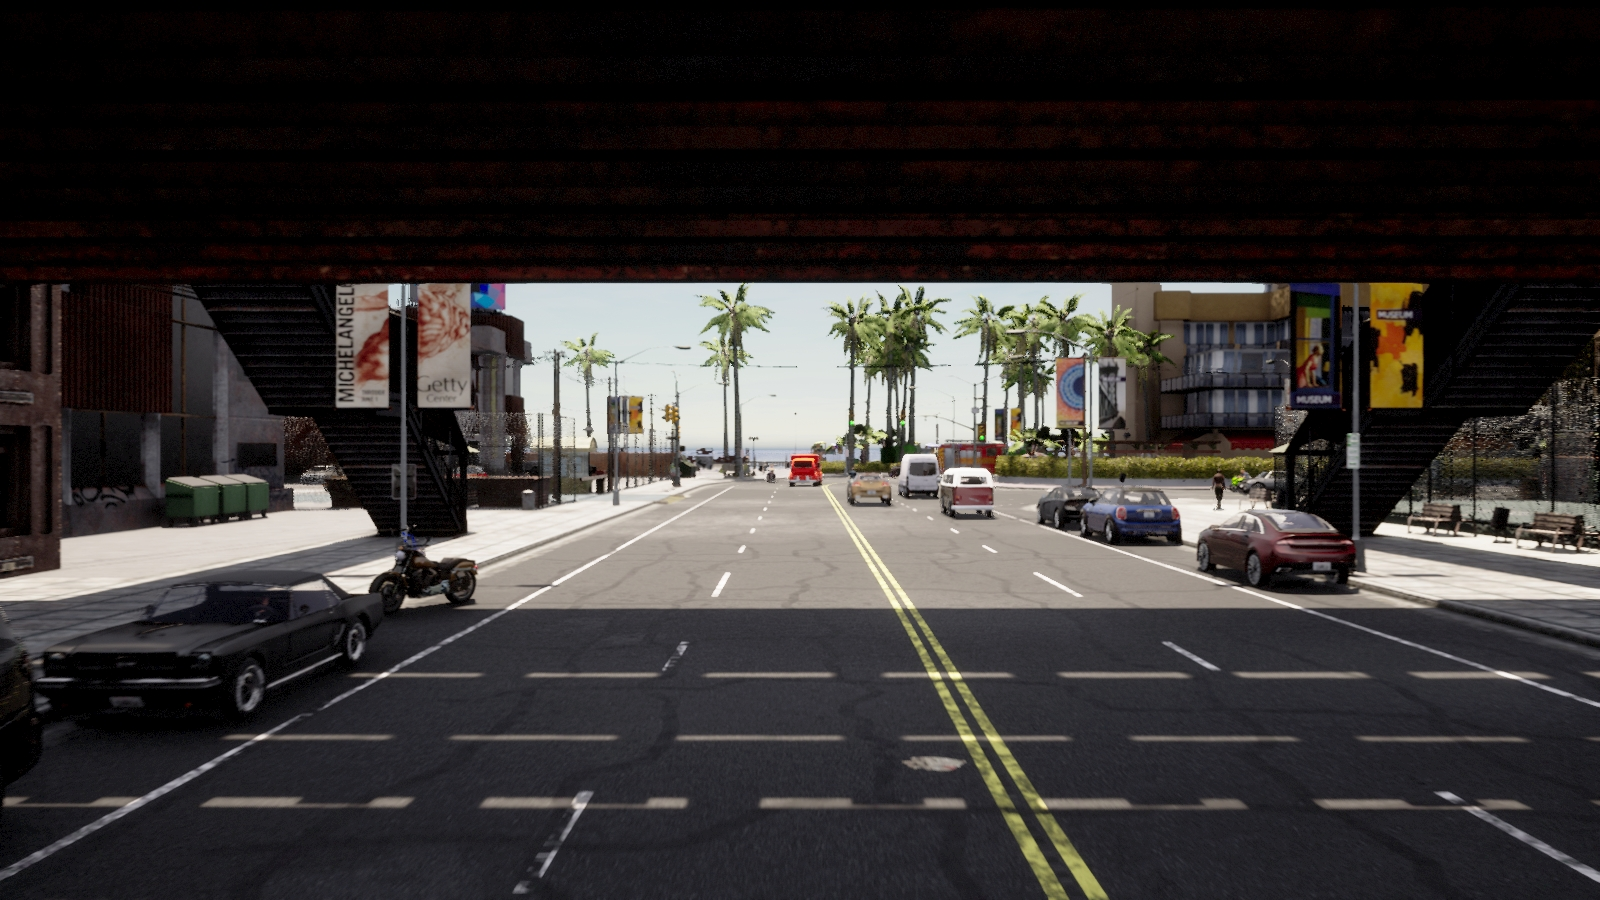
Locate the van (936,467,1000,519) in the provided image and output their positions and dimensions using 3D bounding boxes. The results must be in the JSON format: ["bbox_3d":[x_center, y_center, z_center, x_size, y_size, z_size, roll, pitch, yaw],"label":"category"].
[{"bbox_3d":[7.105,1.782,48.775,2.069,2.038,4.480,0,0,0],"label":"van"}]

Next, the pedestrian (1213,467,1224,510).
[{"bbox_3d":[18.392,1.696,50.250,0.375,1.860,0.375,0,0,32],"label":"pedestrian"}]

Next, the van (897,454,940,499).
[{"bbox_3d":[7.092,1.534,68.713,1.988,2.561,5.915,0,0,0],"label":"van"}]

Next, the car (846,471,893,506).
[{"bbox_3d":[3.603,1.992,59.870,2.152,1.651,5.027,0,0,0],"label":"car"}]
